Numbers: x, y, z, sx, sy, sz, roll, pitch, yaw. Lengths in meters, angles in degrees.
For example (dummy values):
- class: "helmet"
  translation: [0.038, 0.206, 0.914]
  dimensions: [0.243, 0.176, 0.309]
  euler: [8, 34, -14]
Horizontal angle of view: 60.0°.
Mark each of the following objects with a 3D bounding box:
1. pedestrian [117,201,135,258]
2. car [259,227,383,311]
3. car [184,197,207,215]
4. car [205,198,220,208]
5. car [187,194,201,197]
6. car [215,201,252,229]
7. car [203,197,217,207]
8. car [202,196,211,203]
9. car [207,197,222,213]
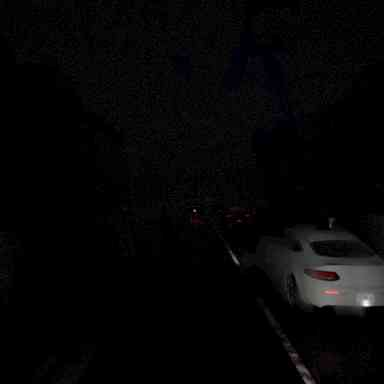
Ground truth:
- class: "pedestrian"
  translation: [-2.119, 1.140, 10.479]
  dimensions: [0.375, 1.860, 0.375]
  euler: [-1, 1, 0]
- class: "car"
  translation: [2.791, 1.525, 7.627]
  dimensions: [1.812, 1.442, 4.674]
  euler: [0, 0, 0]
- class: "car"
  translation: [0.286, 1.516, 33.884]
  dimensions: [1.837, 1.490, 4.892]
  euler: [0, 0, 1]
- class: "car"
  translation: [2.901, 1.577, 48.584]
  dimensions: [1.887, 1.381, 4.507]
  euler: [-1, 0, 0]
- class: "car"
  translation: [0.327, 1.246, 44.403]
  dimensions: [2.150, 2.045, 5.566]
  euler: [0, 0, 2]
- class: "car"
  translation: [2.748, 1.546, 21.552]
  dimensions: [1.887, 1.381, 4.507]
  euler: [-1, 0, 0]
- class: "car"
  translation: [2.932, 1.594, 53.990]
  dimensions: [2.008, 1.369, 4.403]
  euler: [-1, 0, 0]
- class: "car"
  translation: [3.025, 1.626, 70.210]
  dimensions: [1.887, 1.381, 4.507]
  euler: [-1, 0, 0]
- class: "car"
  translation: [2.840, 1.581, 37.772]
  dimensions: [1.947, 1.339, 4.313]
  euler: [-1, 0, 0]
